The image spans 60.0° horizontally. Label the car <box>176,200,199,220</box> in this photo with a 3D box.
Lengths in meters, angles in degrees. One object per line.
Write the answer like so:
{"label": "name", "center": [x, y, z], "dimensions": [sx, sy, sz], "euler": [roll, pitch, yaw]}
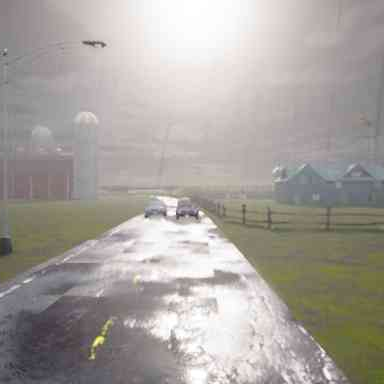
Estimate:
{"label": "car", "center": [-0.415, 1.606, 28.216], "dimensions": [1.895, 1.301, 4.718], "euler": [0, 0, -1]}

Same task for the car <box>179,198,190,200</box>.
{"label": "car", "center": [-0.980, 1.526, 44.607], "dimensions": [1.837, 1.490, 4.892], "euler": [0, 0, -2]}

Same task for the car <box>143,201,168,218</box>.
{"label": "car", "center": [-3.255, 1.535, 30.918], "dimensions": [1.812, 1.442, 4.674], "euler": [0, 0, -2]}
